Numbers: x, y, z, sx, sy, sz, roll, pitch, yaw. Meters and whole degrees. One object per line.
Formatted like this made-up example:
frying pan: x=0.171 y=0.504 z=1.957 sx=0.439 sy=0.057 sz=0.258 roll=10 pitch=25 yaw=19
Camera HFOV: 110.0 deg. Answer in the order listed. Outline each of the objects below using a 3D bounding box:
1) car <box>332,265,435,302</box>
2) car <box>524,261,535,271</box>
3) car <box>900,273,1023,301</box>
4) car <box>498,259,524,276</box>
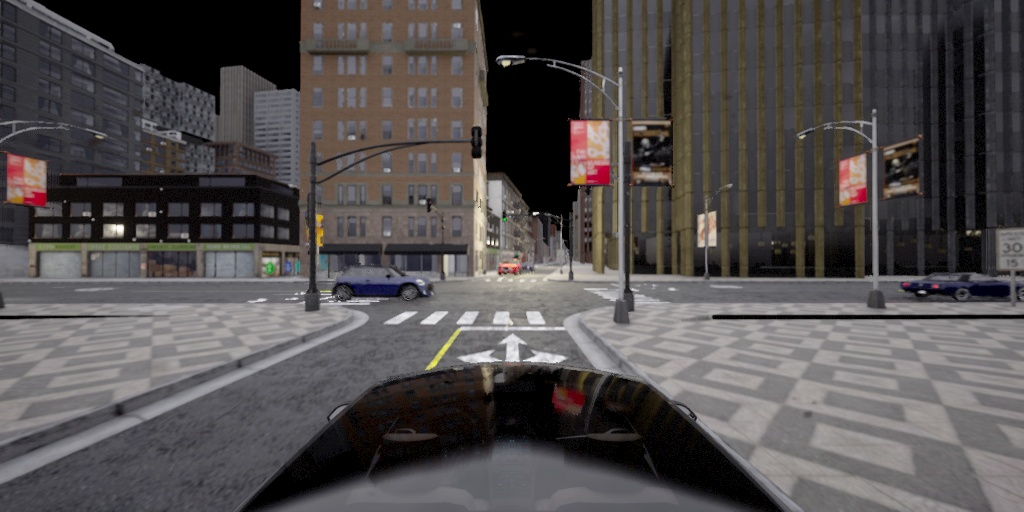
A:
car: x=-6.128 y=1.238 z=17.437 sx=4.553 sy=1.767 sz=2.097 roll=0 pitch=-1 yaw=0
car: x=2.633 y=1.697 z=60.850 sx=2.097 sy=1.767 sz=4.553 roll=0 pitch=-1 yaw=10
car: x=22.195 y=1.470 z=17.474 sx=4.718 sy=1.301 sz=1.895 roll=0 pitch=-1 yaw=0
car: x=-0.250 y=1.383 z=43.799 sx=2.150 sy=2.045 sz=5.566 roll=0 pitch=-1 yaw=10
